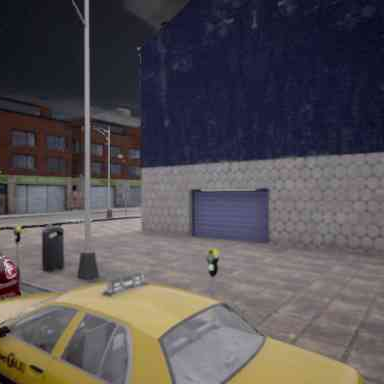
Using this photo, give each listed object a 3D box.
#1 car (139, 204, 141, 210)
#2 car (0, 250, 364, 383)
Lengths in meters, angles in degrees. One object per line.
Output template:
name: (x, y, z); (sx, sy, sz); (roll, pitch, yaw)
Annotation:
car: (-4.475, 1.551, 40.118); (1.994, 1.385, 4.181); (0, 0, 35)
car: (-0.872, 1.526, 3.428); (4.829, 1.417, 1.752); (0, 0, 35)
